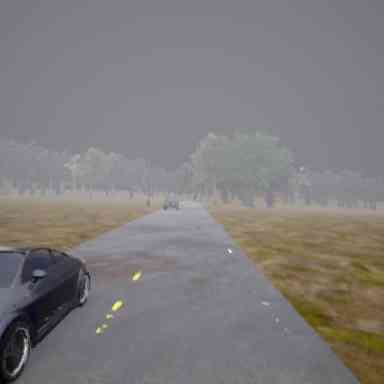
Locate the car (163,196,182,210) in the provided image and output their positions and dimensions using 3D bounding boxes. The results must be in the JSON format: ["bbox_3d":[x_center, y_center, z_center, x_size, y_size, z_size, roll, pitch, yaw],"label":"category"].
[{"bbox_3d":[-3.069,1.636,49.338,2.150,2.045,5.566,0,-1,0],"label":"car"}]

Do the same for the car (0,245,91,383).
[{"bbox_3d":[-3.099,1.591,5.271,1.994,1.385,4.181,0,0,0],"label":"car"}]
